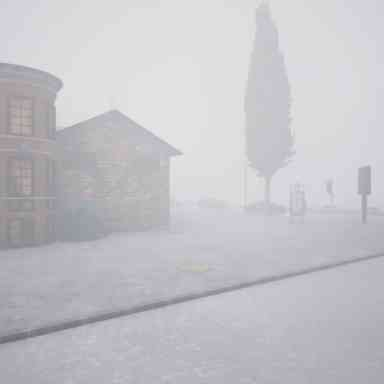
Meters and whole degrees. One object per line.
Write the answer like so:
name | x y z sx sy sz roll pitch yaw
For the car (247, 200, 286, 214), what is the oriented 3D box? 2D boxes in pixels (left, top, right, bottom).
car | 7.830 1.556 35.330 1.994 1.385 4.181 0 0 -36

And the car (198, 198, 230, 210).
car | 2.748 1.484 42.447 2.128 1.511 4.902 0 0 -35

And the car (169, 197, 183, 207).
car | -3.218 1.518 50.822 1.812 1.442 4.674 0 0 -35
